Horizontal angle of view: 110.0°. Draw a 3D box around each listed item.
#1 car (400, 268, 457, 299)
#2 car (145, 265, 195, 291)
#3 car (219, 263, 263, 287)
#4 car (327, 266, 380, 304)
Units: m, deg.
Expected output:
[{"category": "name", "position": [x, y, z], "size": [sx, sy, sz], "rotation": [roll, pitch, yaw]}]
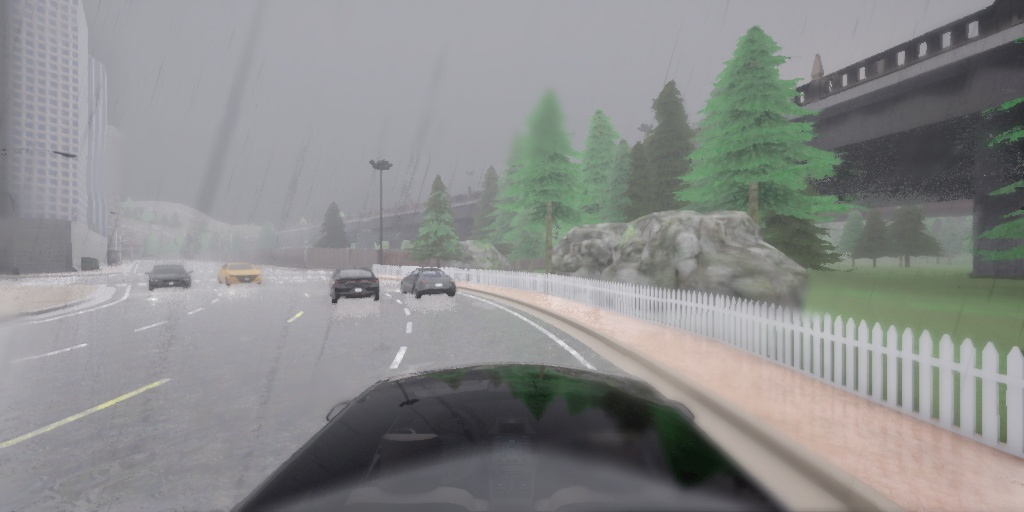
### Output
[{"category": "car", "position": [-4.368, 1.319, 18.412], "size": [1.994, 1.385, 4.181], "rotation": [0, 0, -29]}, {"category": "car", "position": [-21.068, 1.307, 22.070], "size": [4.892, 1.490, 1.837], "rotation": [0, 0, 44]}, {"category": "car", "position": [-18.638, 1.258, 24.588], "size": [5.008, 1.535, 1.882], "rotation": [0, 0, 44]}, {"category": "car", "position": [-7.430, 1.232, 16.717], "size": [1.882, 1.535, 5.008], "rotation": [0, 0, -29]}]
